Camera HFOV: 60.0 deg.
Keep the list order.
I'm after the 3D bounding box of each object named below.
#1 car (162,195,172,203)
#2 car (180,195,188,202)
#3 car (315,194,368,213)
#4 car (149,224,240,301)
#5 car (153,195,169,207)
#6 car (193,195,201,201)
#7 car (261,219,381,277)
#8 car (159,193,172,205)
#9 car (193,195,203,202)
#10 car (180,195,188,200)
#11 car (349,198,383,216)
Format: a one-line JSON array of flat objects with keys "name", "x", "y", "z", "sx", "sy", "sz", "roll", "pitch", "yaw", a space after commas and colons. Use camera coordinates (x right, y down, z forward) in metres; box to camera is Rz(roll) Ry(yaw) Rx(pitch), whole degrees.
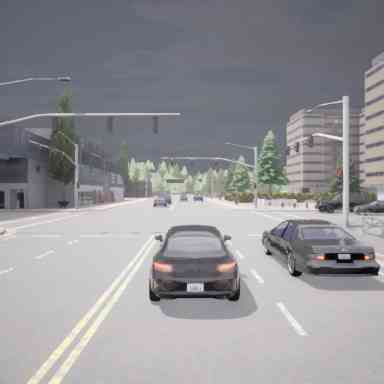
[{"name": "car", "x": -5.219, "y": 1.500, "z": 70.194, "sx": 1.837, "sy": 1.490, "sz": 4.892, "roll": 0, "pitch": 0, "yaw": -1}, {"name": "car", "x": -1.922, "y": 1.533, "z": 78.102, "sx": 2.033, "sy": 1.411, "sz": 5.357, "roll": 0, "pitch": 0, "yaw": -1}, {"name": "car", "x": 16.284, "y": 1.222, "z": 35.967, "sx": 5.566, "sy": 2.045, "sz": 2.150, "roll": 0, "pitch": 0, "yaw": -2}, {"name": "car", "x": 0.035, "y": 1.526, "z": 8.182, "sx": 1.812, "sy": 1.442, "sz": 4.674, "roll": 0, "pitch": 0, "yaw": -1}, {"name": "car", "x": -4.783, "y": 1.526, "z": 50.408, "sx": 1.812, "sy": 1.442, "sz": 4.674, "roll": 0, "pitch": 0, "yaw": -2}, {"name": "car", "x": 1.302, "y": 1.500, "z": 88.810, "sx": 1.837, "sy": 1.490, "sz": 4.892, "roll": 0, "pitch": 0, "yaw": -1}, {"name": "car", "x": 3.533, "y": 1.547, "z": 10.240, "sx": 2.033, "sy": 1.411, "sz": 5.357, "roll": 0, "pitch": 0, "yaw": 0}, {"name": "car", "x": -5.020, "y": 1.217, "z": 59.829, "sx": 2.150, "sy": 2.045, "sz": 5.566, "roll": 0, "pitch": 1, "yaw": -1}, {"name": "car", "x": 1.565, "y": 1.478, "z": 78.672, "sx": 1.882, "sy": 1.535, "sz": 5.008, "roll": 0, "pitch": 0, "yaw": -1}, {"name": "car", "x": -2.197, "y": 1.467, "z": 88.737, "sx": 1.994, "sy": 1.385, "sz": 4.181, "roll": 0, "pitch": 0, "yaw": -1}, {"name": "car", "x": 18.220, "y": 1.526, "z": 32.499, "sx": 4.674, "sy": 1.442, "sz": 1.812, "roll": 0, "pitch": 0, "yaw": -2}]
